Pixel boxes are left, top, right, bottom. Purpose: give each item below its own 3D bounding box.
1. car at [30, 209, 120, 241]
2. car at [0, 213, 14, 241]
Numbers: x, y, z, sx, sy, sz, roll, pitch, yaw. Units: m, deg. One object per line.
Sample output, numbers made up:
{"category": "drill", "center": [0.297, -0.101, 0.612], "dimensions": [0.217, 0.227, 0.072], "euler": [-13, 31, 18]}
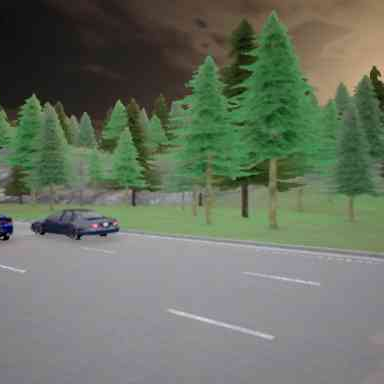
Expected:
{"category": "car", "center": [-6.056, 1.563, 16.906], "dimensions": [5.357, 1.411, 2.033], "euler": [0, 0, 35]}
{"category": "car", "center": [-10.377, 1.498, 15.688], "dimensions": [5.008, 1.535, 1.882], "euler": [-1, -1, 35]}
